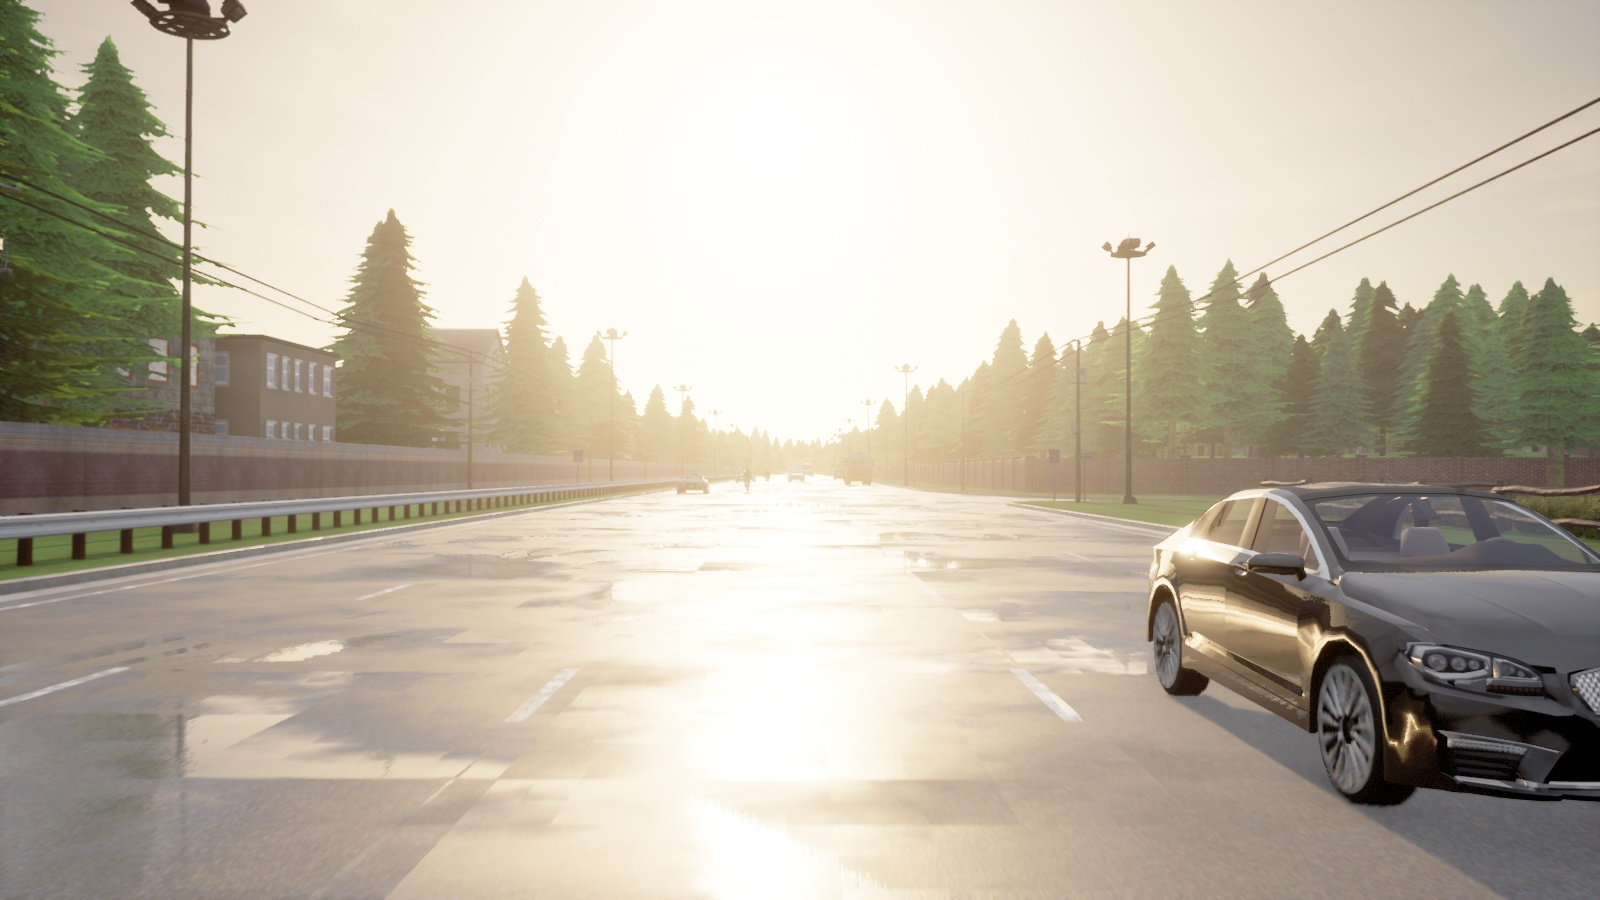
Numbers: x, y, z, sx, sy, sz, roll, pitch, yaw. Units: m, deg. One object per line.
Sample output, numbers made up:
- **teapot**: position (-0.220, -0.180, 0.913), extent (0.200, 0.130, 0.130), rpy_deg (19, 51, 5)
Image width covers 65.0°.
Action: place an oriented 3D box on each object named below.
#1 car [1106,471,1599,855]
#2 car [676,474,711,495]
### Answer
- **car**: position (3.482, 0.881, 7.425), extent (2.128, 1.511, 4.902), rpy_deg (0, -1, 0)
- **car**: position (-7.205, 2.336, 85.368), extent (1.994, 1.385, 4.181), rpy_deg (0, -1, 0)
